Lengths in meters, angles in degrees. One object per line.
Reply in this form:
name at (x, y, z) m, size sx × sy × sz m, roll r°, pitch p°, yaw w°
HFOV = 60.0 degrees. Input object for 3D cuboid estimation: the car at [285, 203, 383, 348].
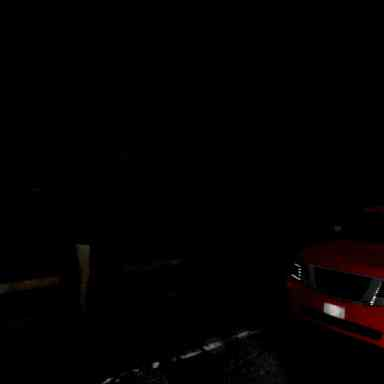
car at (4.116, 1.218, 5.992) m, size 5.566 × 2.045 × 2.150 m, roll 0°, pitch 0°, yaw -36°
